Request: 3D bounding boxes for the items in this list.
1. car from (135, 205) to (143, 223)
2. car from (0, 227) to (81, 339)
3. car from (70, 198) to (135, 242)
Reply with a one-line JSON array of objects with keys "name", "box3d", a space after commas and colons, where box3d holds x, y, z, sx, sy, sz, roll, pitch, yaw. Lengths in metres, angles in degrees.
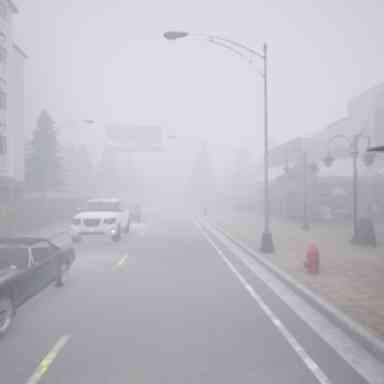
[{"name": "car", "box3d": [-5.134, 1.738, 27.531, 1.994, 1.385, 4.181, 0, 0, -3]}, {"name": "car", "box3d": [-3.946, 1.670, 6.756, 1.895, 1.301, 4.718, 0, 0, -3]}, {"name": "car", "box3d": [-4.572, 1.345, 17.378, 2.150, 2.045, 5.566, 0, 0, -3]}]
